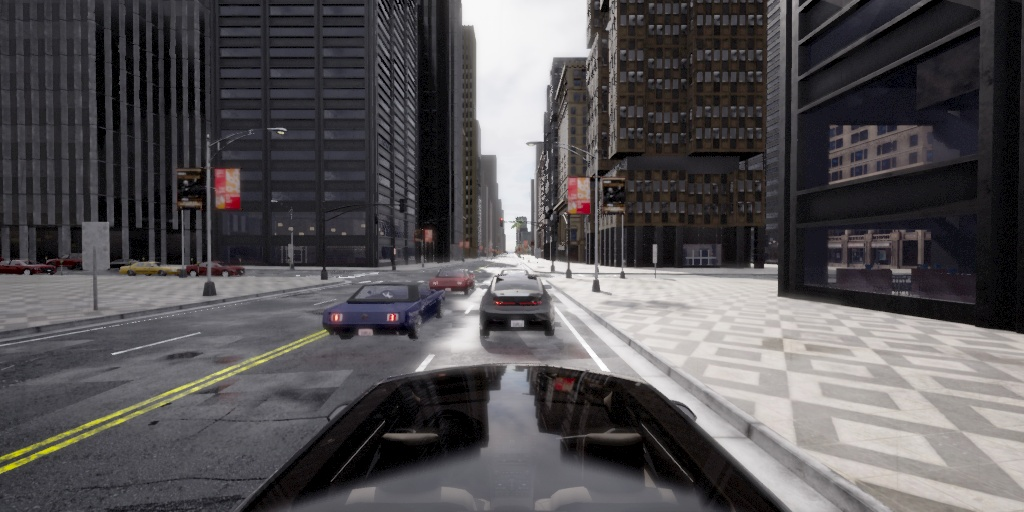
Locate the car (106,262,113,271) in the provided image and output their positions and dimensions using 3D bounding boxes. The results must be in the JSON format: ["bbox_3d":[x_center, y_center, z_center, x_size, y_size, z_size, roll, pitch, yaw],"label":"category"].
[{"bbox_3d":[-42.863,0.926,39.950,4.313,1.339,1.948,0,0,0],"label":"car"}]

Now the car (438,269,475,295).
[{"bbox_3d":[-3.106,1.343,19.651,1.895,1.301,4.718,0,0,0],"label":"car"}]

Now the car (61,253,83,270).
[{"bbox_3d":[-48.488,0.625,39.931,5.009,1.841,2.192,0,0,0],"label":"car"}]

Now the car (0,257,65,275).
[{"bbox_3d":[-42.836,1.008,31.425,4.507,1.381,1.888,0,0,0],"label":"car"}]

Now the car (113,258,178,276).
[{"bbox_3d":[-31.417,1.084,31.463,4.829,1.417,1.751,0,0,0],"label":"car"}]

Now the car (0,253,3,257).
[{"bbox_3d":[-48.461,0.727,31.406,5.009,1.841,2.192,0,0,0],"label":"car"}]

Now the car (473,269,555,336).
[{"bbox_3d":[0.123,1.253,10.362,1.837,1.490,4.892,0,0,0],"label":"car"}]

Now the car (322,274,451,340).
[{"bbox_3d":[-3.129,1.349,9.921,1.895,1.301,4.718,0,0,0],"label":"car"}]

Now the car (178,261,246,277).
[{"bbox_3d":[-25.962,1.150,31.482,4.507,1.381,1.888,0,0,0],"label":"car"}]
